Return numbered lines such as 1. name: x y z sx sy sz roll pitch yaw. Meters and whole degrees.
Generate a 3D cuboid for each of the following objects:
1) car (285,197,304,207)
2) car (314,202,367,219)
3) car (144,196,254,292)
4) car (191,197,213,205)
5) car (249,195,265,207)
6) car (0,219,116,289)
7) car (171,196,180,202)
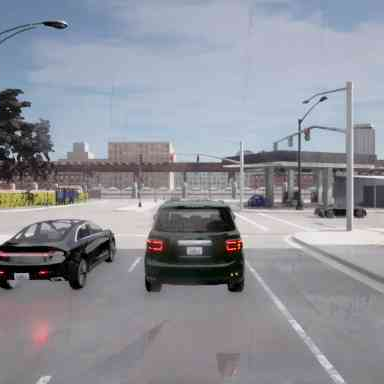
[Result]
1. car: 15.358 1.456 50.032 1.970 1.475 3.806 0 0 0
2. car: 12.935 1.564 29.118 4.181 1.385 1.994 0 0 -1
3. car: 0.067 1.221 9.068 2.150 2.045 5.566 0 0 0
4. car: 1.956 1.600 61.074 1.895 1.301 4.718 0 0 33
5. car: 9.614 1.295 49.259 2.242 1.667 4.611 0 0 0
6. car: -3.438 1.492 9.150 2.128 1.511 4.902 0 0 0
7. car: -3.644 1.552 74.497 1.994 1.385 4.181 0 0 0
